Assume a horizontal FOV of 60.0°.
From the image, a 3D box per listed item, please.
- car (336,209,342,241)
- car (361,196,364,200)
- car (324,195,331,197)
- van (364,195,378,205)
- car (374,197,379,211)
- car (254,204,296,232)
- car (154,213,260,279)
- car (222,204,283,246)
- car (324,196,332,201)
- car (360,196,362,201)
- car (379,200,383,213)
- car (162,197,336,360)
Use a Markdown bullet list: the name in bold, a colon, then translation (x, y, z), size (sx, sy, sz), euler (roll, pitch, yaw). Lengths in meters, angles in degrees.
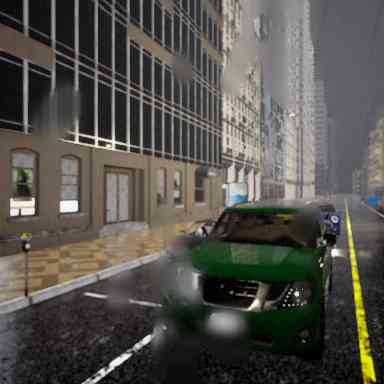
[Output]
- **car**: translation (7.215, 1.357, 18.673), size (2.097, 1.767, 4.553), euler (0, 0, 25)
- **car**: translation (34.261, 1.606, 64.004), size (1.947, 1.339, 4.313), euler (0, 0, 25)
- **car**: translation (33.708, 1.500, 82.902), size (1.967, 1.590, 4.097), euler (0, 0, 25)
- **van**: translation (31.906, 1.376, 58.870), size (1.690, 1.788, 3.998), euler (0, 0, 25)
- **car**: translation (22.487, 1.596, 38.333), size (1.802, 1.307, 4.206), euler (0, 0, 25)
- **car**: translation (5.380, 1.531, 21.134), size (1.752, 1.417, 4.829), euler (0, 0, 25)
- **car**: translation (0.742, 1.553, 11.020), size (2.008, 1.369, 4.403), euler (0, 0, 25)
- **car**: translation (3.096, 1.444, 16.155), size (1.967, 1.590, 4.097), euler (0, 0, 25)
- **car**: translation (36.062, 1.648, 88.035), size (1.802, 1.307, 4.206), euler (0, 0, 25)
- **car**: translation (43.679, 1.609, 84.542), size (1.887, 1.381, 4.507), euler (0, 0, 25)
- **car**: translation (20.132, 1.594, 33.199), size (1.802, 1.307, 4.206), euler (0, 0, 25)
- **car**: translation (1.536, 1.223, 6.542), size (2.150, 2.045, 5.566), euler (0, 0, 25)
